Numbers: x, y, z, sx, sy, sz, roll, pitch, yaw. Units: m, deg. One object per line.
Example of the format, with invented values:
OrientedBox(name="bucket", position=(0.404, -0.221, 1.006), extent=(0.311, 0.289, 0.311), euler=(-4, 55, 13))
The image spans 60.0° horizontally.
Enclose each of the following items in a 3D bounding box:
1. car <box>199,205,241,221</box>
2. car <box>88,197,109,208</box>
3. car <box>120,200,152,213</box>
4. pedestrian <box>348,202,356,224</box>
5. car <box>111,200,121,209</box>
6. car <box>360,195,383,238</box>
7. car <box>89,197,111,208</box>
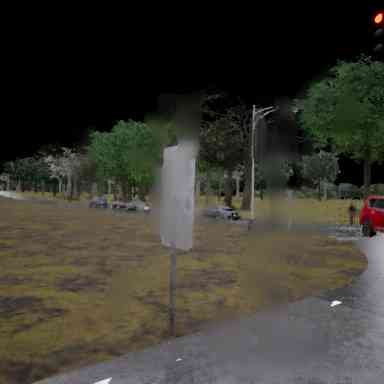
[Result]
OrientedBox(name="car", position=(2.475, 1.843, 29.865), extent=(1.994, 1.385, 4.181), euler=(3, -2, -36))
OrientedBox(name="car", position=(-18.387, 1.965, 65.208), extent=(2.150, 2.045, 5.566), euler=(3, -2, -36))
OrientedBox(name="car", position=(-6.985, 1.935, 43.025), extent=(2.128, 1.511, 4.902), euler=(3, -2, -36))
OrientedBox(name="pedestrian", position=(13.334, 1.718, 27.800), extent=(0.375, 1.860, 0.375), euler=(2, -1, -36))
OrientedBox(name="car", position=(-12.298, 2.189, 56.728), extent=(1.837, 1.490, 4.892), euler=(3, -2, -36))
OrientedBox(name="car", position=(9.445, 1.192, 14.465), extent=(2.150, 2.045, 5.566), euler=(2, 0, 3))
OrientedBox(name="car", position=(-15.942, 1.701, 55.652), extent=(2.128, 1.511, 4.902), euler=(3, -2, -36))
